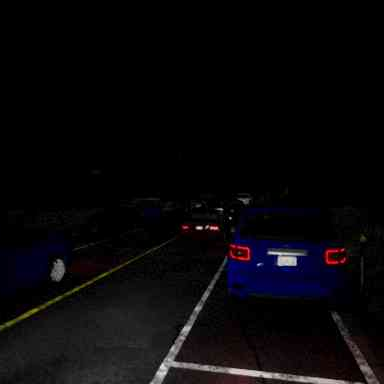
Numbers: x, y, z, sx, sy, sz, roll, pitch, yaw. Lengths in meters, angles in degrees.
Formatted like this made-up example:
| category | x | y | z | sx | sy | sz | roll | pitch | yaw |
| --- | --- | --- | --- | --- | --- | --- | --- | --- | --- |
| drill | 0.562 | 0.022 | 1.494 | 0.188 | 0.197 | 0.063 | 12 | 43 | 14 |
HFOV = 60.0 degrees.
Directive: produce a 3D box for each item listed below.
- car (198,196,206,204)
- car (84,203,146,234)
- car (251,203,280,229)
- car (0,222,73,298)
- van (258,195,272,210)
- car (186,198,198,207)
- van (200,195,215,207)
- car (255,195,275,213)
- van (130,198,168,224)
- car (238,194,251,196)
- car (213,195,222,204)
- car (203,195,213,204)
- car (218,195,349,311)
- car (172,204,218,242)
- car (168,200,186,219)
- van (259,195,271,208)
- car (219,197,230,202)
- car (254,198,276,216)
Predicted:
| category | x | y | z | sx | sy | sz | roll | pitch | yaw |
| --- | --- | --- | --- | --- | --- | --- | --- | --- | --- |
| car | 0.095 | 1.529 | 40.264 | 1.752 | 1.417 | 4.829 | 0 | 0 | 12 |
| car | -4.517 | 1.564 | 19.182 | 1.947 | 1.339 | 4.313 | 0 | 0 | 12 |
| car | 5.009 | 1.527 | 22.838 | 1.752 | 1.417 | 4.829 | 0 | 0 | 12 |
| car | -4.482 | 1.475 | 6.886 | 1.882 | 1.535 | 5.008 | 0 | 0 | 12 |
| van | 9.622 | 1.350 | 43.920 | 1.690 | 1.788 | 3.998 | 0 | 0 | 12 |
| car | -1.031 | 1.568 | 35.118 | 1.947 | 1.339 | 4.313 | 0 | 0 | 12 |
| van | 2.456 | 1.350 | 51.054 | 1.690 | 1.788 | 3.998 | 0 | 0 | 12 |
| car | 8.459 | 1.322 | 38.608 | 2.192 | 1.841 | 5.009 | 0 | 0 | 12 |
| van | -3.355 | 1.340 | 24.494 | 1.690 | 1.788 | 3.998 | 0 | 0 | 12 |
| car | 7.326 | 1.230 | 45.882 | 2.150 | 2.045 | 5.566 | 0 | 0 | 12 |
| car | 4.597 | 1.449 | 47.908 | 2.128 | 1.511 | 4.902 | 0 | 0 | 12 |
| car | 1.293 | 1.447 | 45.742 | 1.967 | 1.590 | 4.097 | 0 | 0 | 12 |
| car | 2.127 | 1.220 | 8.049 | 2.150 | 2.045 | 5.566 | 0 | 0 | 12 |
| car | 0.844 | 1.547 | 16.261 | 2.033 | 1.411 | 5.357 | 0 | 0 | 12 |
| car | -2.229 | 1.525 | 29.641 | 1.752 | 1.417 | 4.829 | 0 | 0 | 12 |
| van | 10.784 | 1.353 | 49.232 | 1.690 | 1.788 | 3.998 | 0 | 0 | 12 |
| car | 4.062 | 1.480 | 31.443 | 1.882 | 1.535 | 5.008 | 0 | 0 | 12 |
| car | 7.297 | 1.445 | 33.296 | 1.967 | 1.590 | 4.097 | 0 | 0 | 12 |
